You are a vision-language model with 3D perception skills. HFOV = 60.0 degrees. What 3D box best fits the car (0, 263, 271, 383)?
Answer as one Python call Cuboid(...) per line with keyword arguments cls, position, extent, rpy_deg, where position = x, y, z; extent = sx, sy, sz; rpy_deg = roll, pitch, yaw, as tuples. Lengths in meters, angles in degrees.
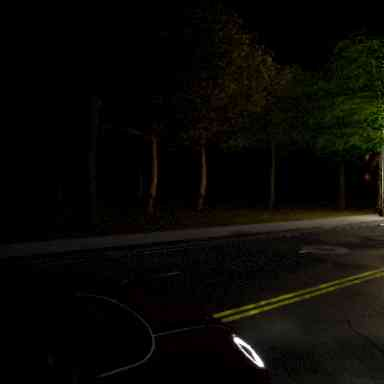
Cuboid(cls="car", position=(-1.508, 1.352, 2.364), extent=(4.553, 1.767, 2.097), rpy_deg=(0, 0, -35))
